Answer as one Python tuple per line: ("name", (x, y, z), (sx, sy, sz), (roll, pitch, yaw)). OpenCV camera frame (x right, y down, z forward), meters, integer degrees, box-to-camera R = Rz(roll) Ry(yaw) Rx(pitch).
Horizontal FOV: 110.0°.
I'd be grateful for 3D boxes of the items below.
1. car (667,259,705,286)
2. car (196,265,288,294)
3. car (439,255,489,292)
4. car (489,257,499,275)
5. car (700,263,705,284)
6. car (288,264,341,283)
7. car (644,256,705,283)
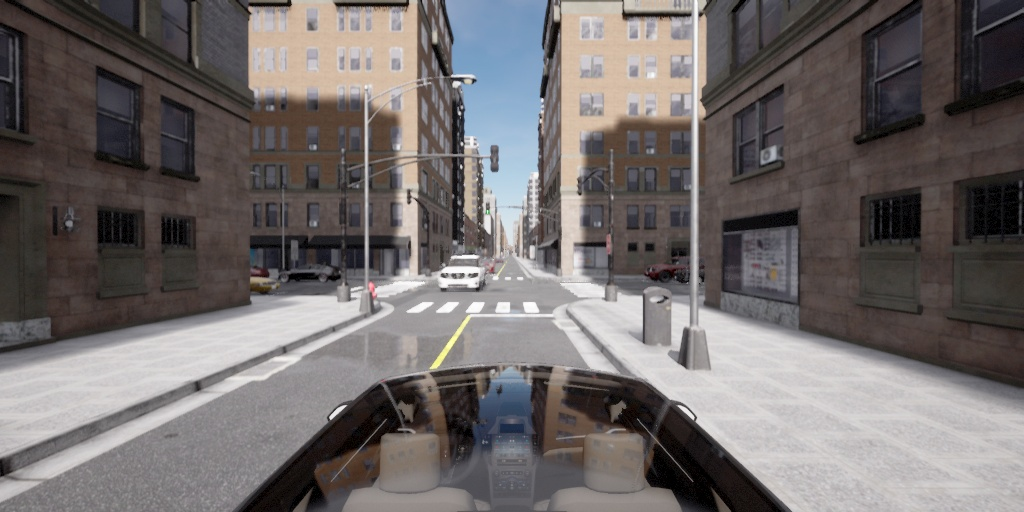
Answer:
("car", (13.237, 1.134, 23.515), (5.008, 1.535, 1.882), (0, 0, 0))
("car", (-14.397, 1.250, 18.053), (4.829, 1.417, 1.751), (0, 0, 0))
("car", (-2.767, 0.980, 21.077), (2.150, 2.045, 5.566), (0, 0, 0))
("car", (-2.778, 0.938, 36.670), (2.097, 1.767, 4.553), (0, 0, 0))
("car", (12.486, 1.227, 18.037), (4.829, 1.417, 1.751), (0, 0, 0))
("car", (-14.553, 1.227, 26.078), (4.313, 1.339, 1.948), (0, 0, 0))
("car", (12.330, 0.952, 26.062), (5.009, 1.841, 2.192), (0, 0, 0))
